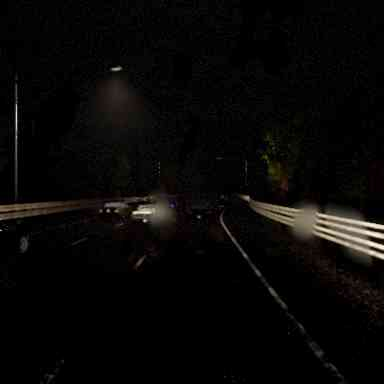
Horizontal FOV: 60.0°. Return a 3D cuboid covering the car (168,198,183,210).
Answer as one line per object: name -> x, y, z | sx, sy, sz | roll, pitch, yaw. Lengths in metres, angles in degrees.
car -> -2.181, 1.477, 41.646 | 1.812, 1.442, 4.674 | 0, 0, 3

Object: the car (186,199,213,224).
car -> 0.553, 1.493, 24.459 | 1.812, 1.442, 4.674 | 0, 0, 2

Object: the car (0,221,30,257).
car -> -6.797, 1.487, 10.123 | 1.837, 1.490, 4.892 | 0, 0, 1

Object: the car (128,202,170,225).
car -> -2.973, 1.568, 23.860 | 1.895, 1.301, 4.718 | 0, 0, 2

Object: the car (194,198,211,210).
car -> 1.352, 1.516, 42.223 | 1.994, 1.385, 4.181 | 0, 0, 3

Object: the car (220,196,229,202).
car -> 7.046, 1.474, 72.727 | 1.895, 1.301, 4.718 | 0, 0, 5

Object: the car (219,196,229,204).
car -> 6.077, 1.473, 63.168 | 1.812, 1.442, 4.674 | 0, 0, 6

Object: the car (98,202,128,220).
car -> -6.331, 1.508, 28.081 | 2.033, 1.411, 5.357 | 0, 0, 2
